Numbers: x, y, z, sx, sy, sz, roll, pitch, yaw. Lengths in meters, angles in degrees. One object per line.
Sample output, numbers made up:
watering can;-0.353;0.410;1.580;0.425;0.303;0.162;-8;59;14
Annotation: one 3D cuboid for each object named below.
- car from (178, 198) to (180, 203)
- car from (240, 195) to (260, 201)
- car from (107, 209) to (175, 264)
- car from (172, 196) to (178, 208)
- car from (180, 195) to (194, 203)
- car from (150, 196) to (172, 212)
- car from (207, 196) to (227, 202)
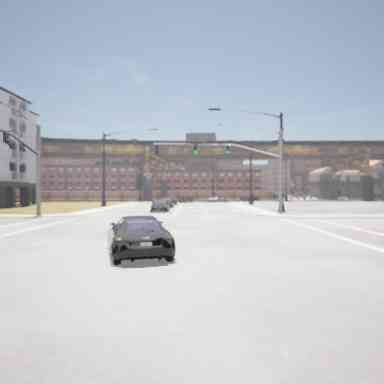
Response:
car;-3.477;1.434;57.021;1.837;1.490;4.892;0;0;0
car;13.422;1.428;76.637;4.902;1.511;2.128;0;0;-24
car;-1.924;1.523;11.830;1.994;1.385;4.181;0;0;-16
car;-3.563;1.433;46.867;2.128;1.511;4.902;0;0;0
car;-1.096;1.420;67.187;1.837;1.490;4.892;0;0;23
car;-3.577;1.479;37.727;1.812;1.442;4.674;0;0;0
car;5.380;1.507;70.713;1.895;1.301;4.718;0;0;44
